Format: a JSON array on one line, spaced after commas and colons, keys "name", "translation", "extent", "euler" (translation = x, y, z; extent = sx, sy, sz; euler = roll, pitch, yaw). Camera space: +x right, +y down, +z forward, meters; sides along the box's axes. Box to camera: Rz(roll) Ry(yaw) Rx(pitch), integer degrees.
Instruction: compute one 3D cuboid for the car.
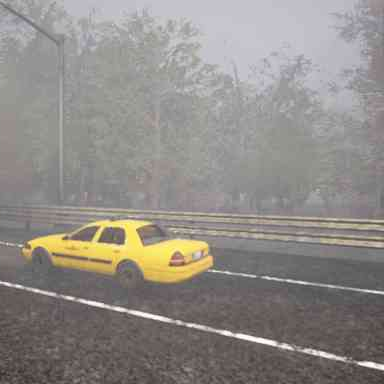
[{"name": "car", "translation": [-2.124, 1.378, 8.658], "extent": [5.366, 1.575, 1.801], "euler": [1, 1, 29]}]
